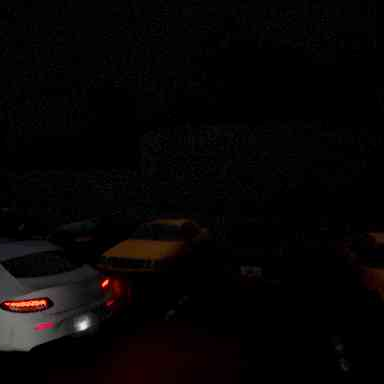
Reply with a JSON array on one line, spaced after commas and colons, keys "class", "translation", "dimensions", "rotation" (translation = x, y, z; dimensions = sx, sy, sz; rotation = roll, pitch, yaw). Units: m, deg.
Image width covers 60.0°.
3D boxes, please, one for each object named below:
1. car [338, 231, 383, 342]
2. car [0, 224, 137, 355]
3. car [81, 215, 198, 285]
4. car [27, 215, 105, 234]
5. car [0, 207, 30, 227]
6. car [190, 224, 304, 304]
[{"class": "car", "translation": [4.069, 1.488, 6.366], "dimensions": [1.946, 1.575, 5.366], "rotation": [1, -1, 16]}, {"class": "car", "translation": [-3.322, 1.522, 5.747], "dimensions": [4.674, 1.442, 1.812], "rotation": [0, 0, 35]}, {"class": "car", "translation": [-0.788, 1.483, 9.831], "dimensions": [1.946, 1.575, 5.366], "rotation": [0, -1, 15]}, {"class": "car", "translation": [-3.172, 1.530, 11.738], "dimensions": [2.002, 1.452, 4.674], "rotation": [0, -1, 15]}, {"class": "car", "translation": [-10.443, 1.508, 16.941], "dimensions": [2.231, 1.521, 4.892], "rotation": [0, -1, 15]}, {"class": "car", "translation": [1.693, 1.521, 8.307], "dimensions": [2.163, 1.488, 4.792], "rotation": [0, -1, 15]}]
